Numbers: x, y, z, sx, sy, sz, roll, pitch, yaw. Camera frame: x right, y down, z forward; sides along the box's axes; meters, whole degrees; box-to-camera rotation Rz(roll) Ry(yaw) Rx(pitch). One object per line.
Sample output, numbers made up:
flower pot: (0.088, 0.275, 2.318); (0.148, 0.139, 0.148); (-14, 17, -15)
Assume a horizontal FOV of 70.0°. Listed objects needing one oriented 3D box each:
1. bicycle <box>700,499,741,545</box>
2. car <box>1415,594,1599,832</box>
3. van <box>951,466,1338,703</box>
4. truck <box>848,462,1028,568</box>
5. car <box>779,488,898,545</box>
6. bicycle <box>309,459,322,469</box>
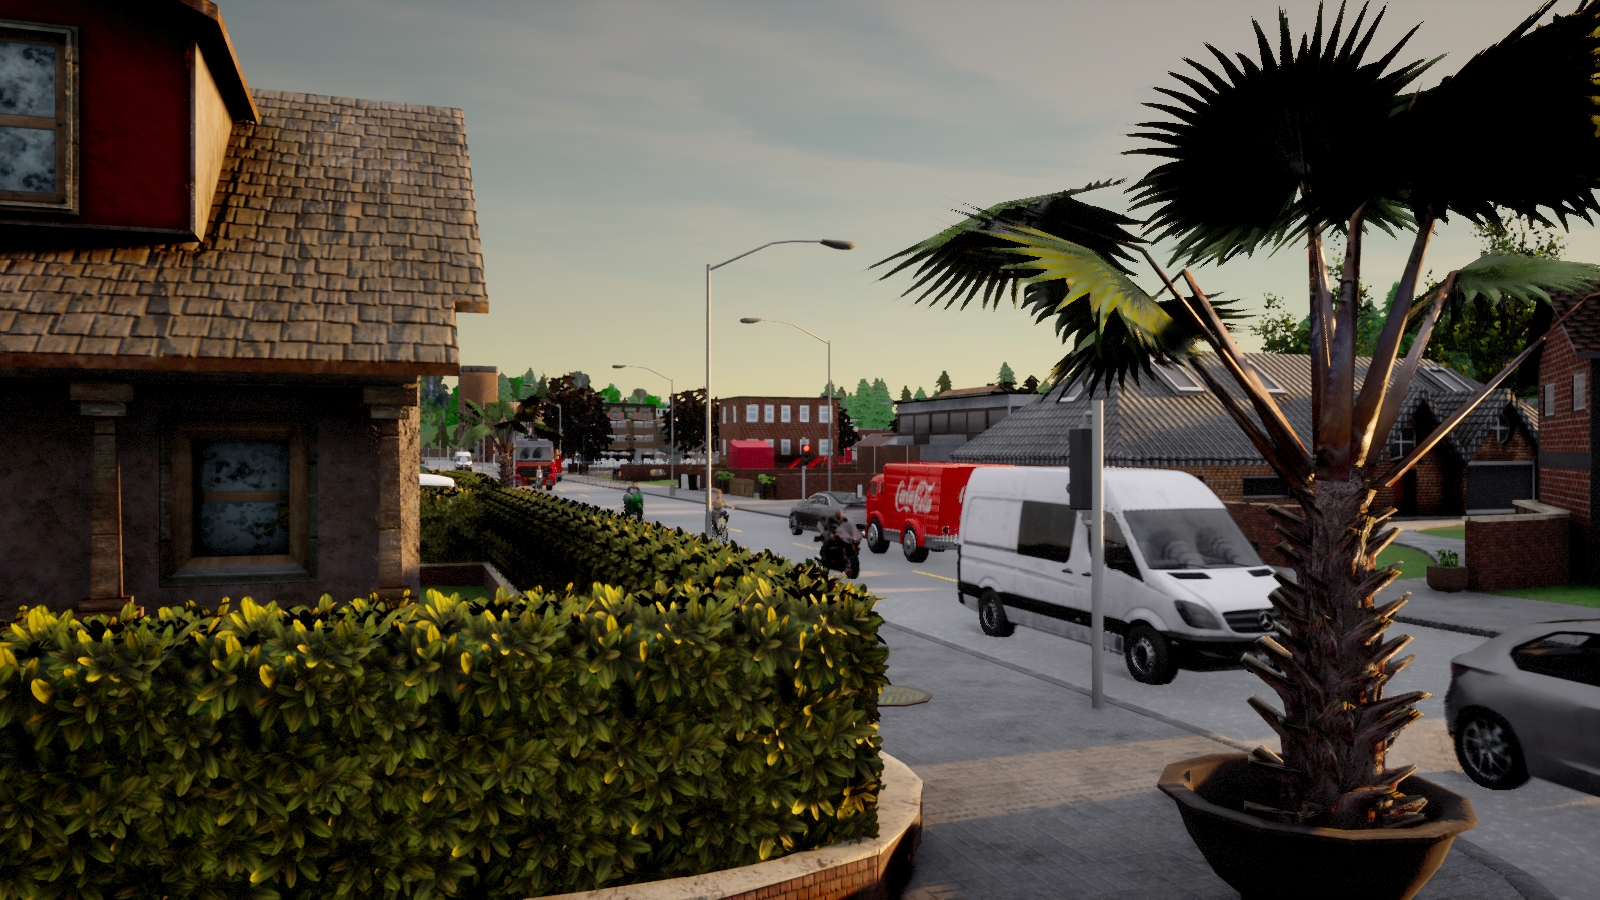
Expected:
bicycle: (-2.414, 2.162, 34.415); (0.859, 1.276, 1.487); (0, 0, -20)
car: (6.845, 2.069, 8.305); (1.816, 1.474, 4.193); (0, 0, -14)
van: (4.364, 1.539, 15.843); (1.988, 2.561, 5.915); (0, 0, -20)
truck: (3.468, 1.570, 29.990); (2.627, 2.467, 5.204); (0, 0, -20)
car: (1.122, 2.053, 36.412); (2.128, 1.511, 4.902); (0, 0, -20)
bicycle: (-71.639, 2.057, 168.952); (1.835, 1.471, 0.329); (0, 0, -20)
